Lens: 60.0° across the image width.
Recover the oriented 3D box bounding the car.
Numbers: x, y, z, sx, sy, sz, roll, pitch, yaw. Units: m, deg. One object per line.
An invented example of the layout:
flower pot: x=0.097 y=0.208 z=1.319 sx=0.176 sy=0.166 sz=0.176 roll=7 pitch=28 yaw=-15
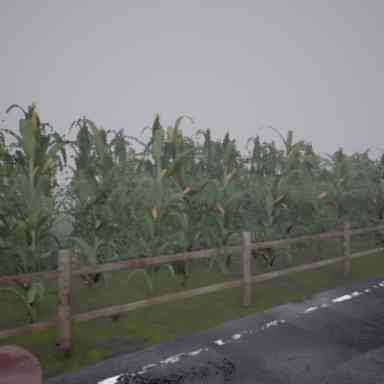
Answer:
car: x=-2.880 y=1.534 z=1.059 sx=4.674 sy=1.442 sz=1.812 roll=0 pitch=0 yaw=-35
